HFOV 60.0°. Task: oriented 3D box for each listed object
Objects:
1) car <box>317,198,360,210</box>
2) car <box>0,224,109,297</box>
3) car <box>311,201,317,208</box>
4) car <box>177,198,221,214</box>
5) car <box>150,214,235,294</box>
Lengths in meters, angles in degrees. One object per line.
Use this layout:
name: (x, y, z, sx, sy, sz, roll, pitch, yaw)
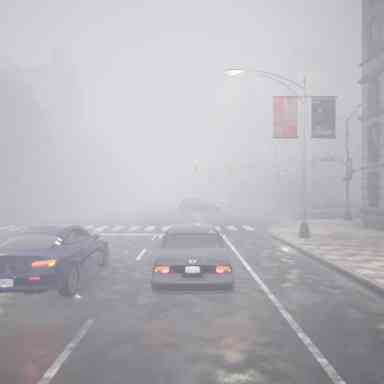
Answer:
car: (19.062, 1.572, 42.713, 4.674, 1.442, 1.812, 0, 0, 0)
car: (-3.490, 1.535, 8.515, 1.812, 1.442, 4.674, 0, 0, 0)
car: (19.043, 1.555, 46.206, 4.892, 1.490, 1.837, 0, 0, 0)
car: (0.721, 1.389, 34.447, 4.553, 1.767, 2.097, 0, 0, 0)
car: (0.009, 1.557, 8.963, 2.033, 1.411, 5.357, 0, 0, 0)
